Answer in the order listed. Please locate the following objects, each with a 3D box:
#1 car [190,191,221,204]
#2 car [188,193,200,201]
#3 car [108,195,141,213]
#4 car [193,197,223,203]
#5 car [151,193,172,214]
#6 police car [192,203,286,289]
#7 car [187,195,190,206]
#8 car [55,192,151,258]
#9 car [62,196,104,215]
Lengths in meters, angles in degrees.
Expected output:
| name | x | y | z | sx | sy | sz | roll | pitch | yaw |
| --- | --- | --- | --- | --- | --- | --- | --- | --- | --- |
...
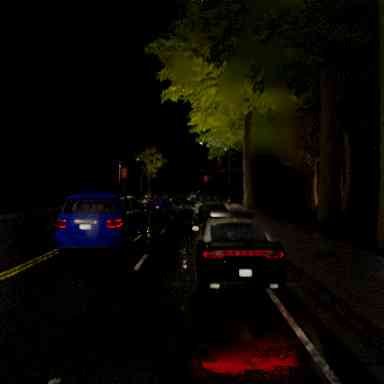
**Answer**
| name | x | y | z | sx | sy | sz | roll | pitch | yaw |
| --- | --- | --- | --- | --- | --- | --- | --- | --- | --- |
| car | 1.147 | 0.933 | 24.877 | 2.150 | 2.045 | 5.566 | 0 | 1 | 0 |
| car | 0.407 | 0.870 | 61.134 | 2.033 | 1.411 | 5.357 | 0 | 1 | 0 |
| car | -6.381 | 1.118 | 32.092 | 2.128 | 1.511 | 4.902 | 0 | 1 | 0 |
| car | 1.107 | 1.281 | 18.850 | 1.837 | 1.490 | 4.892 | 0 | 1 | 0 |
| car | -2.939 | 1.119 | 30.817 | 1.882 | 1.535 | 5.008 | 0 | 1 | 0 |
| police car | 1.043 | 1.315 | 8.959 | 1.930 | 1.638 | 5.238 | 0 | 1 | 0 |
| car | 0.325 | 1.058 | 44.381 | 1.994 | 1.385 | 4.181 | 0 | 1 | 0 |
| car | -3.061 | 1.071 | 12.296 | 2.150 | 2.045 | 5.566 | 0 | 1 | 0 |
| car | -9.645 | 1.141 | 29.936 | 2.128 | 1.511 | 4.902 | 0 | 1 | 0 |
